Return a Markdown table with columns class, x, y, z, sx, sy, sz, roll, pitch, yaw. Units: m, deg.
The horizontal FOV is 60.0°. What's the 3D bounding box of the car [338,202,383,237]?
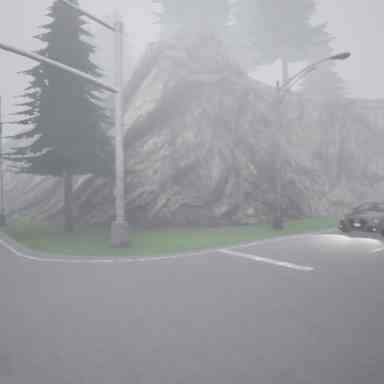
| class | x | y | z | sx | sy | sz | roll | pitch | yaw |
| --- | --- | --- | --- | --- | --- | --- | --- | --- | --- |
| car | 8.631 | 1.184 | 15.492 | 4.181 | 1.385 | 1.994 | -1 | 2 | -38 |
